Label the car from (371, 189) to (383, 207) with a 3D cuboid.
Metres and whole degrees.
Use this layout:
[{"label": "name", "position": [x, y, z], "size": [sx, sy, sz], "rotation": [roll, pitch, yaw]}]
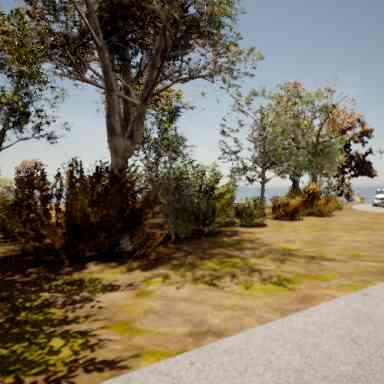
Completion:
[{"label": "car", "position": [22.011, 0.660, 38.163], "size": [2.150, 2.045, 5.566], "rotation": [-1, 0, 32]}]
